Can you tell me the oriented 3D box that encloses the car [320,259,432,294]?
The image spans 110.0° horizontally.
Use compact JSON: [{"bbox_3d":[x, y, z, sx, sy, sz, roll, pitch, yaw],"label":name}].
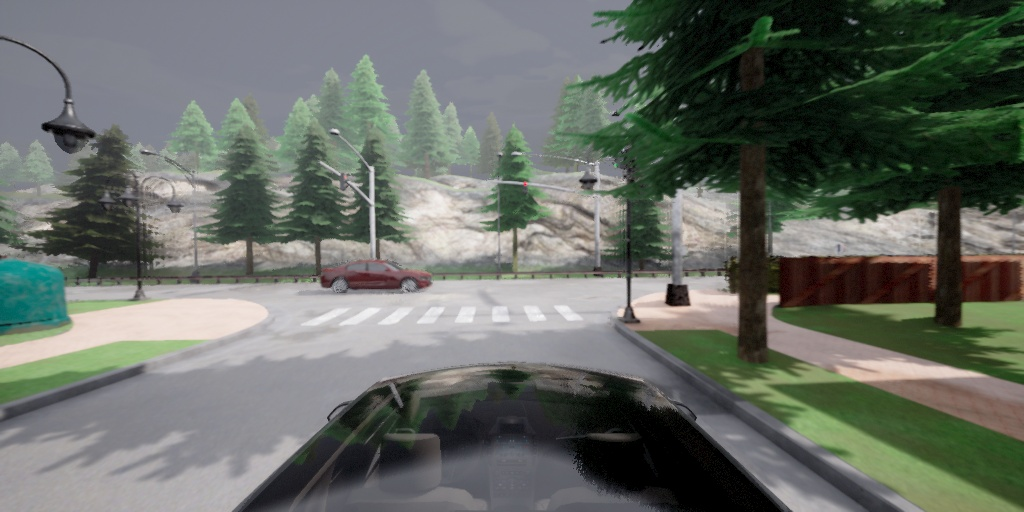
[{"bbox_3d":[-6.335,0.930,17.014,5.008,1.535,1.882,0,1,-4],"label":"car"}]
